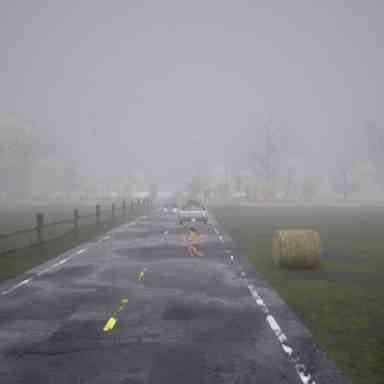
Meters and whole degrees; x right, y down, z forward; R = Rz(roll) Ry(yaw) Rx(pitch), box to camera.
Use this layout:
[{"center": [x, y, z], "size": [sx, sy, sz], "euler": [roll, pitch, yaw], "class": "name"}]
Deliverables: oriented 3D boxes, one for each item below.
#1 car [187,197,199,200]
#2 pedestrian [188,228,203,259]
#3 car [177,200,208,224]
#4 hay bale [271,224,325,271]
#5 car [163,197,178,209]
[{"center": [0.105, 1.375, 39.976], "size": [1.837, 1.490, 4.892], "euler": [0, 0, 0], "class": "car"}, {"center": [0.058, 1.645, 11.108], "size": [0.500, 1.100, 0.500], "euler": [0, 1, -1], "class": "pedestrian"}, {"center": [0.104, 1.528, 24.112], "size": [1.895, 1.301, 4.718], "euler": [0, 0, 0], "class": "car"}, {"center": [3.131, 1.629, 10.024], "size": [1.220, 1.180, 1.240], "euler": [0, 1, 0], "class": "hay bale"}, {"center": [-2.755, 1.403, 44.101], "size": [2.033, 1.411, 5.357], "euler": [0, 0, 0], "class": "car"}]
